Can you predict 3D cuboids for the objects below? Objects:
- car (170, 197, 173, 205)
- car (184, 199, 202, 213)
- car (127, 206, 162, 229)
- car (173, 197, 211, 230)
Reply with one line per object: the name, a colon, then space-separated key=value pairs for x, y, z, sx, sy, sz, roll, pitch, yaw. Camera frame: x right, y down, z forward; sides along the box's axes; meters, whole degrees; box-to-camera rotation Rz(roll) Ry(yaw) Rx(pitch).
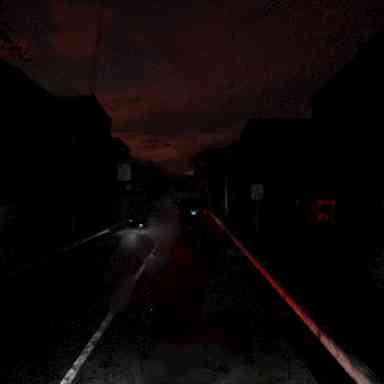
car: x=-3.187 y=1.691 z=64.382 sx=1.882 sy=1.535 sz=5.008 roll=0 pitch=0 yaw=0
car: x=0.101 y=1.706 z=41.167 sx=2.128 sy=1.511 sz=4.902 roll=0 pitch=0 yaw=0
car: x=-3.107 y=1.668 z=22.914 sx=2.033 sy=1.411 sz=5.357 roll=0 pitch=0 yaw=0
car: x=0.098 y=1.339 z=22.087 sx=2.150 sy=2.045 sz=5.566 roll=0 pitch=0 yaw=0
